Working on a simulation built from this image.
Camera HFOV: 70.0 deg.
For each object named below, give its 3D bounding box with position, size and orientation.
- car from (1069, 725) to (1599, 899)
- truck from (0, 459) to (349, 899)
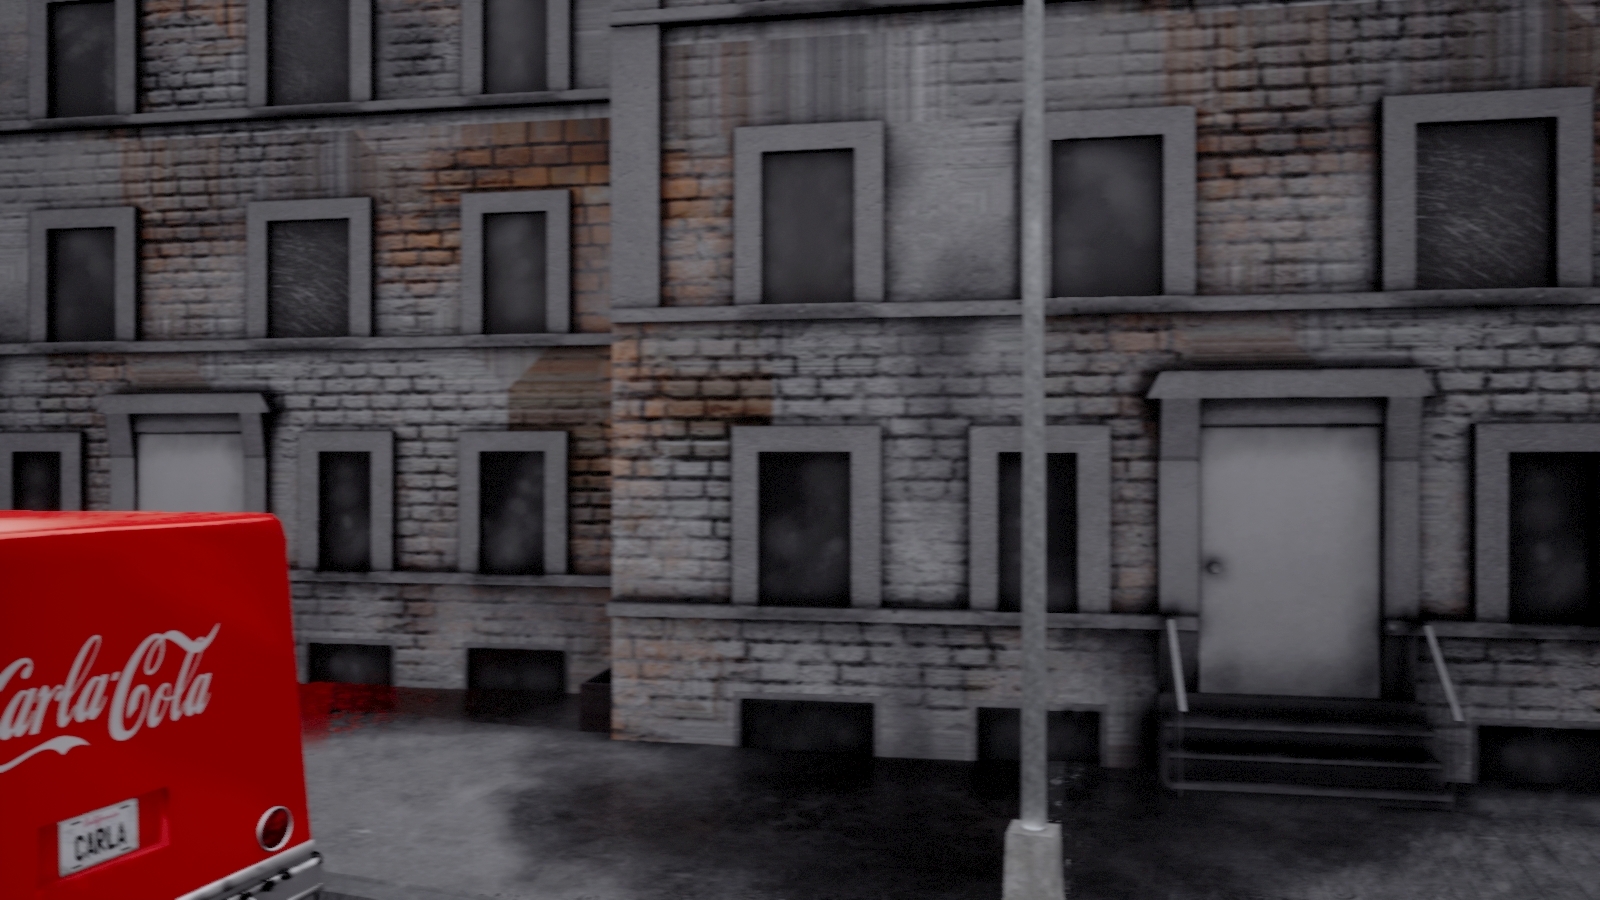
[{"bbox_3d":[2.645,1.807,2.803,3.705,1.549,1.789,0,0,19],"label":"car"},{"bbox_3d":[-5.260,1.332,5.586,5.204,2.467,2.627,-1,0,19],"label":"truck"}]
